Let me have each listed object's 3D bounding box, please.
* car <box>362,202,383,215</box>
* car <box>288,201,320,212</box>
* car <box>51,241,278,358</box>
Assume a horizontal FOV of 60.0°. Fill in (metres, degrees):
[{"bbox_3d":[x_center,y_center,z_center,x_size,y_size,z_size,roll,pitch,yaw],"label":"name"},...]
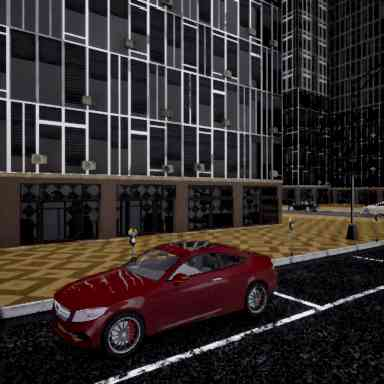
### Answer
[{"bbox_3d":[20.100,1.723,34.419,1.812,1.442,4.674,0,-1,-36],"label":"car"},{"bbox_3d":[15.143,1.899,45.275,2.008,1.369,4.403,-1,0,-36],"label":"car"},{"bbox_3d":[-0.237,1.582,5.932,4.206,1.307,1.802,0,0,-36],"label":"car"}]
